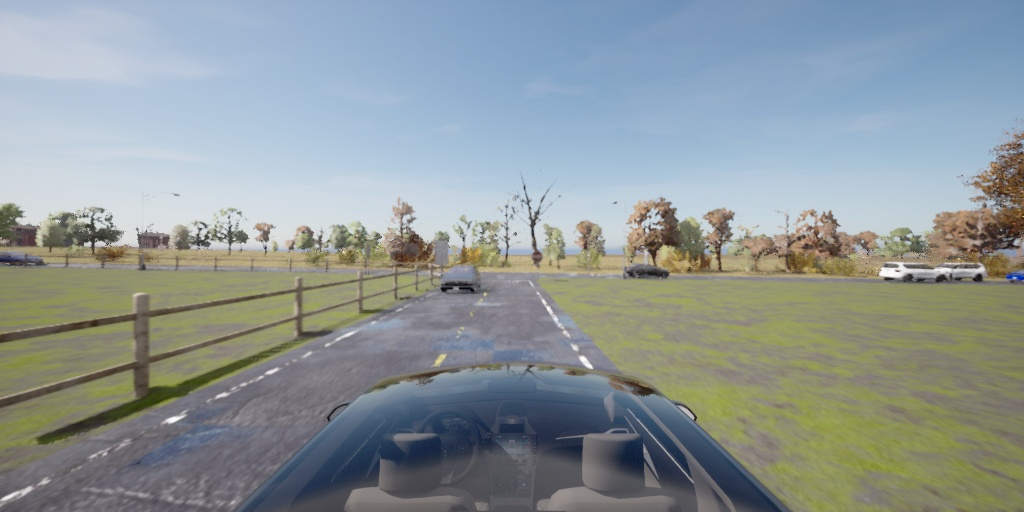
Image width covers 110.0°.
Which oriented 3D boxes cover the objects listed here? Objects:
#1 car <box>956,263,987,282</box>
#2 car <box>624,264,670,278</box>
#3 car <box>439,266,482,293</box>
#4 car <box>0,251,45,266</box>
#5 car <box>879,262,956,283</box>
[{"bbox_3d":[49.088,1.770,39.872,5.566,2.045,2.150,1,1,0],"label":"car"},{"bbox_3d":[13.909,1.514,37.201,4.674,1.442,1.812,1,1,0],"label":"car"},{"bbox_3d":[-2.804,1.264,20.744,2.033,1.411,5.357,0,0,0],"label":"car"},{"bbox_3d":[-51.793,0.261,37.337,4.674,1.442,1.812,1,1,0],"label":"car"},{"bbox_3d":[41.534,1.702,37.118,5.566,2.045,2.150,1,1,0],"label":"car"}]
